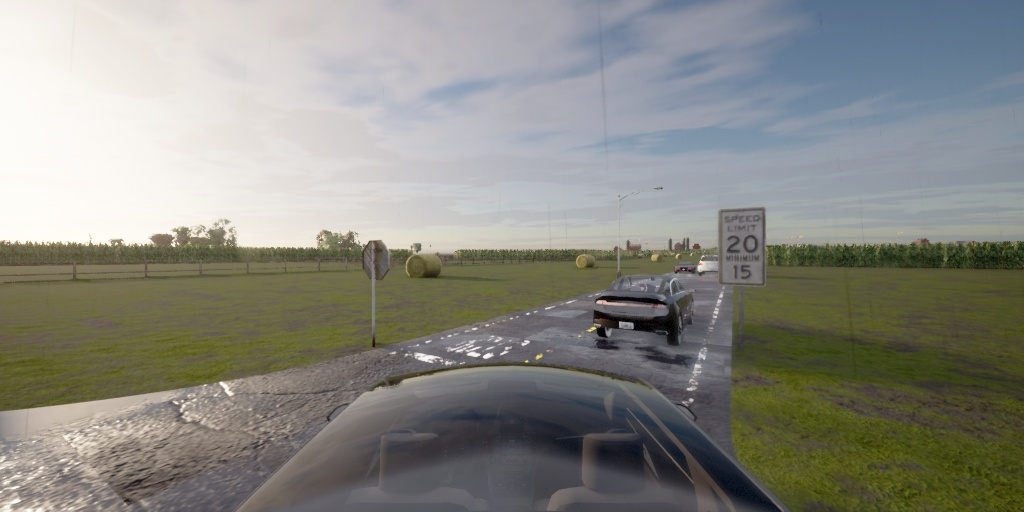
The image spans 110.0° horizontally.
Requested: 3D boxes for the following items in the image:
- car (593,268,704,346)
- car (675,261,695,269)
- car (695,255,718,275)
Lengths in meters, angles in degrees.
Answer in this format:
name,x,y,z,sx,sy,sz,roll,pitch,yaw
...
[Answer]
name,x,y,z,sx,sy,sz,roll,pitch,yaw
car,3.670,1.241,9.566,2.128,1.511,4.902,0,0,32
car,19.857,1.282,40.943,1.994,1.385,4.181,0,0,32
car,20.151,0.946,36.093,2.150,2.045,5.566,0,0,33
